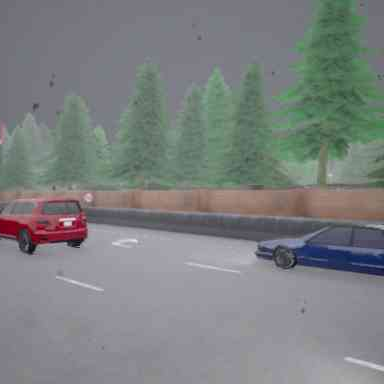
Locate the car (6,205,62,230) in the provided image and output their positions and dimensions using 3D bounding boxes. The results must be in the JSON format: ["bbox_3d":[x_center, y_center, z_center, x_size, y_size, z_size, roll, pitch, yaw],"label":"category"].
[{"bbox_3d":[-10.842,1.650,22.604,4.718,1.301,1.895,0,0,44],"label":"car"}]

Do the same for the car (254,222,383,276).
[{"bbox_3d":[4.542,1.580,9.409,5.357,1.411,2.033,0,0,37],"label":"car"}]

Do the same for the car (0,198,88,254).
[{"bbox_3d":[-6.550,1.252,13.857,5.566,2.045,2.150,0,0,41],"label":"car"}]
